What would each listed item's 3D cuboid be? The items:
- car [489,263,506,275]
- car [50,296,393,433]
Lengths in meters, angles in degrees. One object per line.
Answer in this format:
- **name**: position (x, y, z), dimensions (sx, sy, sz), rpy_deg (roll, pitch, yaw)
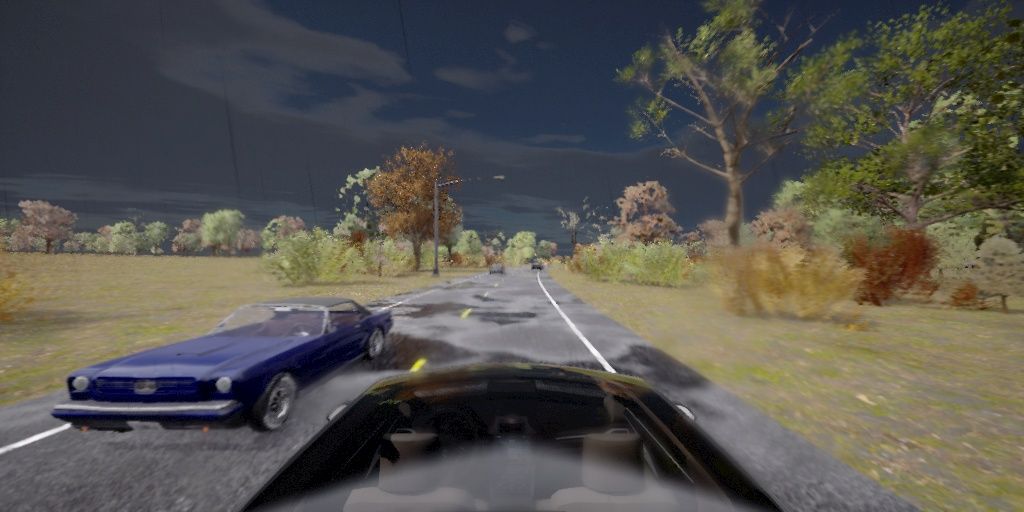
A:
- **car**: position (-1.914, 1.736, 47.299), dimensions (1.837, 1.490, 4.892), rpy_deg (0, -1, 4)
- **car**: position (-3.577, 1.382, 5.722), dimensions (1.895, 1.301, 4.718), rpy_deg (0, -1, 0)
